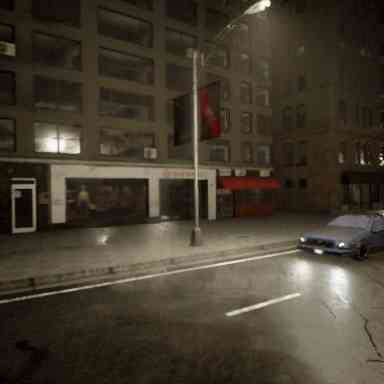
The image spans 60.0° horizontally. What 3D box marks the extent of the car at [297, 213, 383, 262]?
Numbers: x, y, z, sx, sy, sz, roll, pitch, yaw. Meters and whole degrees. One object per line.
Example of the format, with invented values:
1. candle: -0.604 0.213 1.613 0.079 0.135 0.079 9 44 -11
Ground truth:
1. car: 6.168 1.471 12.024 5.357 1.411 2.033 0 0 -35
